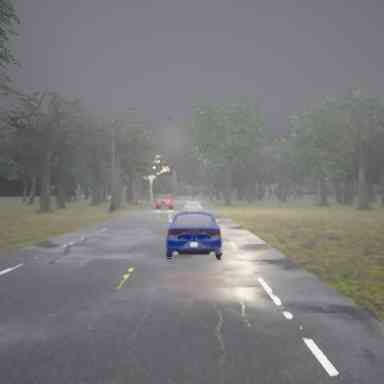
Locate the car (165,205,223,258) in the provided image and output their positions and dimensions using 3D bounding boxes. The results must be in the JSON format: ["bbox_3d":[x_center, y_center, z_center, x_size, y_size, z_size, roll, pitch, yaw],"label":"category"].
[{"bbox_3d":[0.079,1.465,12.709,1.882,1.535,5.008,0,0,0],"label":"car"}]

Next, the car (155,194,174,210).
[{"bbox_3d":[-3.604,1.281,44.197,2.150,2.045,5.566,0,0,0],"label":"car"}]

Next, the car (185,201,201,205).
[{"bbox_3d":[0.077,1.542,28.983,1.812,1.442,4.674,0,0,0],"label":"car"}]
